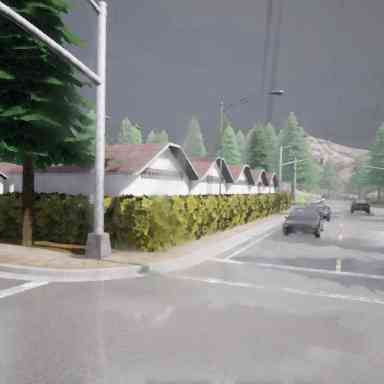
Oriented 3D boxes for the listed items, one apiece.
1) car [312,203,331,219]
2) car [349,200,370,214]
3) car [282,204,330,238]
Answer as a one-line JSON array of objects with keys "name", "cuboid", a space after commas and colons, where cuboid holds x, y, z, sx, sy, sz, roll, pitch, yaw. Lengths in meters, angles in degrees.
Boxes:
[{"name": "car", "cuboid": [10.566, 1.644, 27.898, 1.994, 1.385, 4.181, 1, 0, 25]}, {"name": "car", "cuboid": [19.257, 1.658, 38.231, 1.837, 1.490, 4.892, 1, 0, 23]}, {"name": "car", "cuboid": [6.433, 1.621, 18.883, 2.033, 1.411, 5.357, 1, 0, 25]}]
